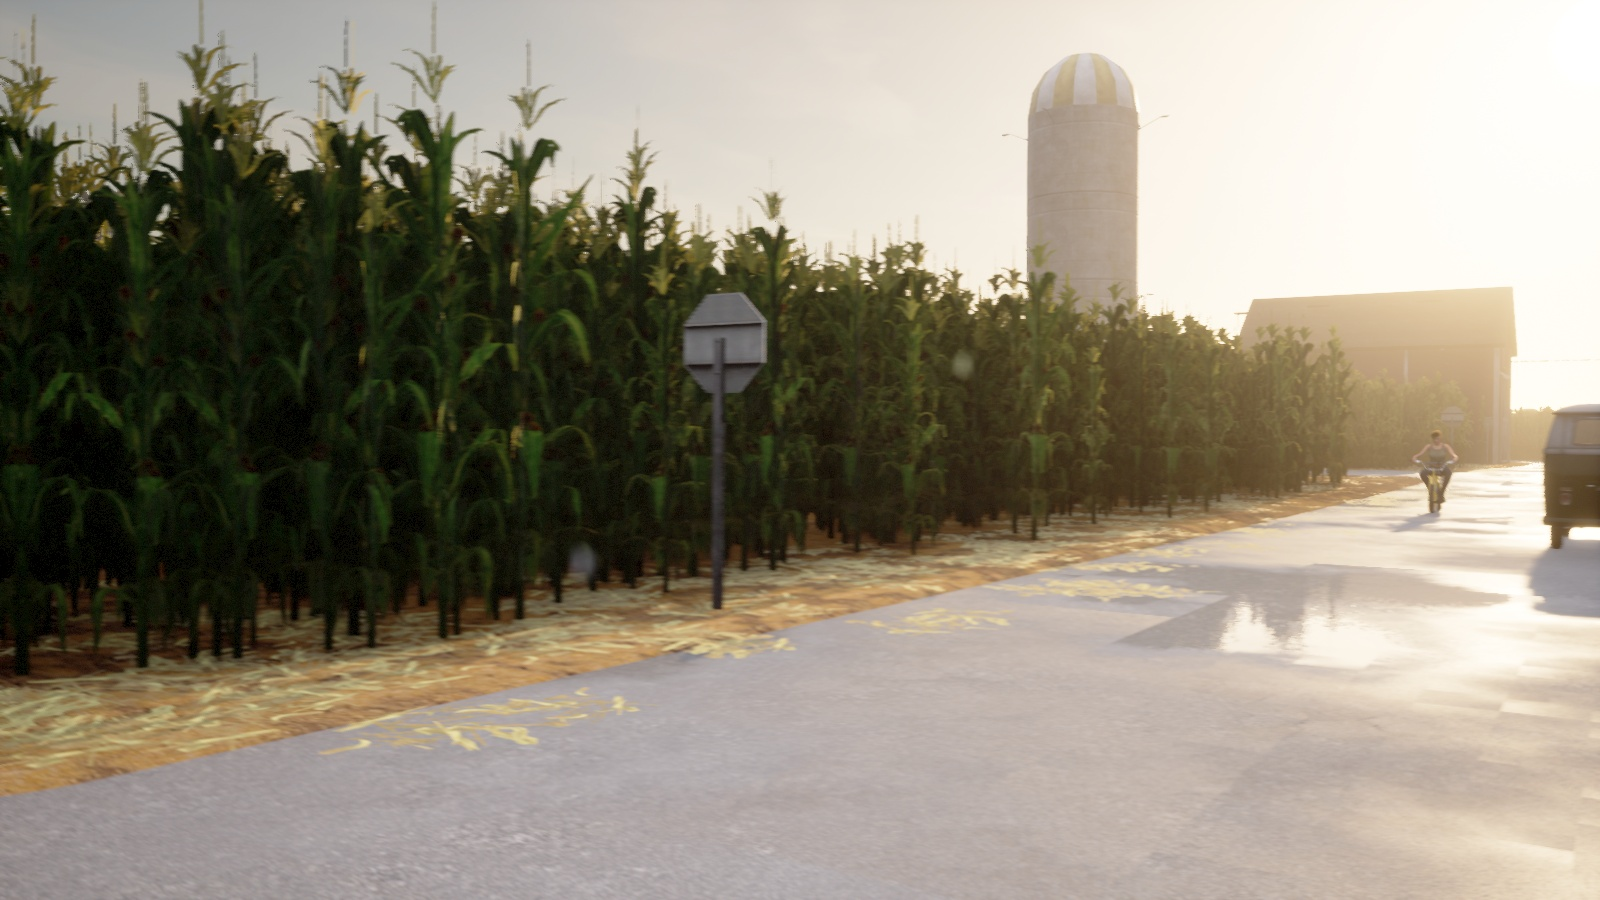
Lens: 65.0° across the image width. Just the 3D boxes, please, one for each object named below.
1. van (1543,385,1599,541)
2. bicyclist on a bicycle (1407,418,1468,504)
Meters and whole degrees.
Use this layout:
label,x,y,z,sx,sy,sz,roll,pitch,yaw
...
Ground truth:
label,x,y,z,sx,sy,sz,roll,pitch,yaw
van,11.672,0.128,17.744,1.775,1.987,4.442,0,1,34
bicyclist on a bicycle,12.390,0.195,24.386,0.866,1.612,1.509,0,1,34
